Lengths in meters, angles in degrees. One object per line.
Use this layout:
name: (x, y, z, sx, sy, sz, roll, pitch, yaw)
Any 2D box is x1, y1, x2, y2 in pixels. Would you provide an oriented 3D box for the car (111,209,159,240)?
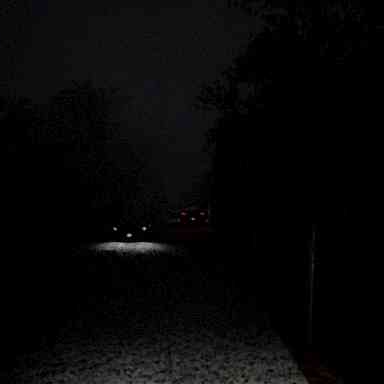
car: (-2.874, 1.629, 17.920, 2.033, 1.411, 5.357, 0, -1, 0)

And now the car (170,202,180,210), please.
car: (-2.889, 2.446, 59.867, 2.033, 1.411, 5.357, 0, -2, 1)

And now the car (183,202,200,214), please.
car: (-0.032, 2.009, 42.833, 2.033, 1.411, 5.357, 0, -1, 0)

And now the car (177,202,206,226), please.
car: (0.054, 1.684, 25.021, 1.812, 1.442, 4.674, 0, -1, 0)
